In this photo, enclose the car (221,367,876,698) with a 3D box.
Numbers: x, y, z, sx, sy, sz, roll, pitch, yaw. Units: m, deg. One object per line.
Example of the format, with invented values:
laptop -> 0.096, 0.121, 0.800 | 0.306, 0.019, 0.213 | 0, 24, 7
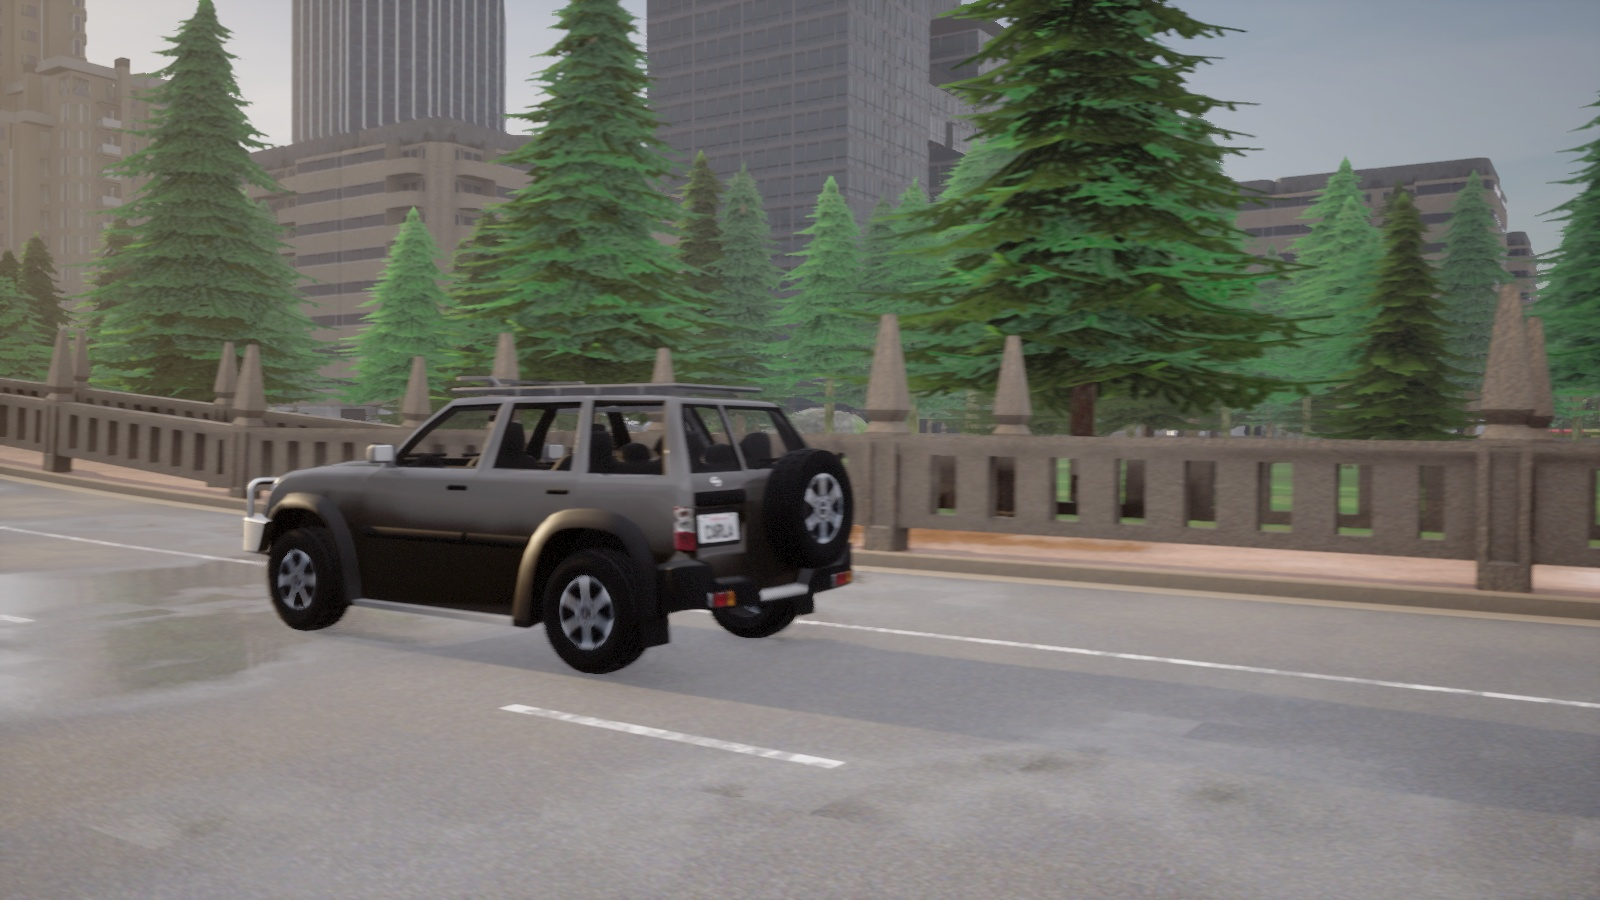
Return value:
car -> -1.942, 0.457, 9.105 | 4.605, 1.855, 1.932 | 0, 1, 33
